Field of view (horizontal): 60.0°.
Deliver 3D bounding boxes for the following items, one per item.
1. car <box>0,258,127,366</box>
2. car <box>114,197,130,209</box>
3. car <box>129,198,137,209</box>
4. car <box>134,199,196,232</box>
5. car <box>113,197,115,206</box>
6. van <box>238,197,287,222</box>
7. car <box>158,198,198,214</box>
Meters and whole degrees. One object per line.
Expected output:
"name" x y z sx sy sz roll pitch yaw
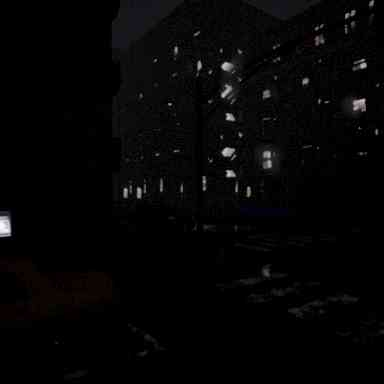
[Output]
"car" -3.284 1.526 4.225 4.829 1.417 1.752 0 0 -35
"car" -8.034 1.446 43.465 1.887 1.381 4.507 -1 0 -36
"car" -2.668 1.453 26.174 2.128 1.511 4.902 -1 0 -36
"car" -1.555 1.431 20.222 1.967 1.590 4.097 0 0 -36
"car" -11.354 1.446 48.051 1.887 1.381 4.507 -1 0 -36
"van" 5.244 1.263 25.120 1.690 1.788 3.998 0 0 -36
"car" -1.495 1.433 34.431 1.752 1.417 4.829 -1 0 -36
